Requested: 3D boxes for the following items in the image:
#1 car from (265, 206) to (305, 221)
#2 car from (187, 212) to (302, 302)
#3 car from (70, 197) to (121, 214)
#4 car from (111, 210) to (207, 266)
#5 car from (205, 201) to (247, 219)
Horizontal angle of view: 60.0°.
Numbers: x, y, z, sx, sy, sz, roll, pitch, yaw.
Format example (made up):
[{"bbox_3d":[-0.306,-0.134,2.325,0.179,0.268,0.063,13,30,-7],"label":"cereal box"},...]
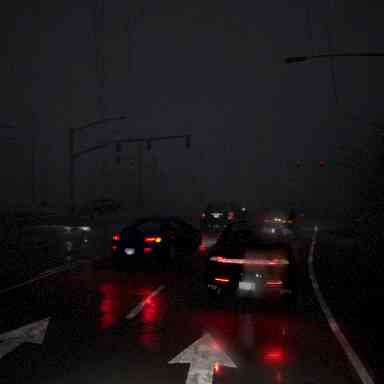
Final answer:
[{"bbox_3d":[4.647,1.505,17.268,1.837,1.490,4.892,0,0,21],"label":"car"},{"bbox_3d":[1.564,1.492,8.392,2.128,1.511,4.902,0,0,13],"label":"car"},{"bbox_3d":[-7.246,1.154,25.615,1.837,1.490,4.892,0,0,22],"label":"car"},{"bbox_3d":[-1.069,1.526,11.653,1.812,1.442,4.674,0,0,18],"label":"car"},{"bbox_3d":[2.090,1.352,20.220,2.097,1.767,4.553,0,0,21],"label":"car"}]
